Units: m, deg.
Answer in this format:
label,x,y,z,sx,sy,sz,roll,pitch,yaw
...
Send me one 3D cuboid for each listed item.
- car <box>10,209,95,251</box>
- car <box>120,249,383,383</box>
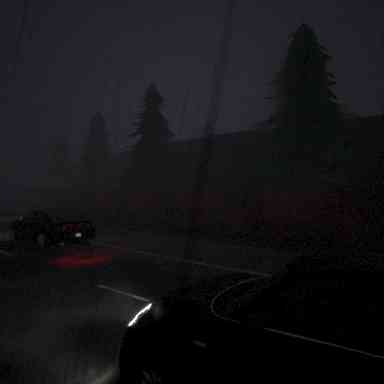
label,x,y,z,sx,sy,sz,roll,pitch,yaw
car,-6.000,1.434,14.057,5.008,1.535,1.882,0,0,44
car,1.416,1.361,3.141,4.553,1.767,2.097,1,0,37
